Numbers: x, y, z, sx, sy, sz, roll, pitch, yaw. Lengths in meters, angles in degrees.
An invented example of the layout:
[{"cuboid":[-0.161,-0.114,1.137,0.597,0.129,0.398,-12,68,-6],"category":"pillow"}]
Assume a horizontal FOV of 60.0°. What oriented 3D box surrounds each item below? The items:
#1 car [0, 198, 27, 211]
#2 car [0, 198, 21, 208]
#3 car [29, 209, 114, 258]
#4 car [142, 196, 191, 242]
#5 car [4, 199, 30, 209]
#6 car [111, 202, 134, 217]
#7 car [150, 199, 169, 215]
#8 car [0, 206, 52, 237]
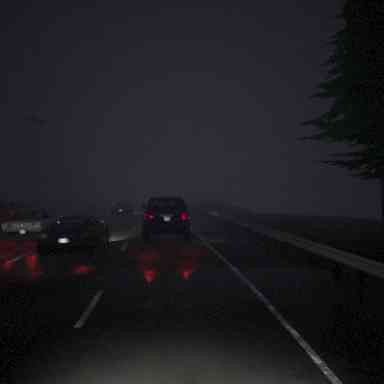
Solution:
[{"cuboid":[-12.695,1.453,23.505,2.097,1.767,4.553,0,0,-7],"category":"car"},{"cuboid":[-30.800,1.749,55.958,1.837,1.490,4.892,0,0,-6],"category":"car"},{"cuboid":[-4.481,1.599,13.094,1.994,1.385,4.181,0,0,-6],"category":"car"},{"cuboid":[-1.319,1.230,16.684,2.150,2.045,5.566,0,0,-6],"category":"car"},{"cuboid":[-26.703,1.814,50.951,1.895,1.301,4.718,0,0,-6],"category":"car"},{"cuboid":[-6.639,1.614,31.869,1.994,1.385,4.181,0,0,-7],"category":"car"},{"cuboid":[-3.491,1.528,35.021,1.837,1.490,4.892,0,0,-7],"category":"car"},{"cuboid":[-8.574,1.669,18.544,1.895,1.301,4.718,0,0,-7],"category":"car"}]
